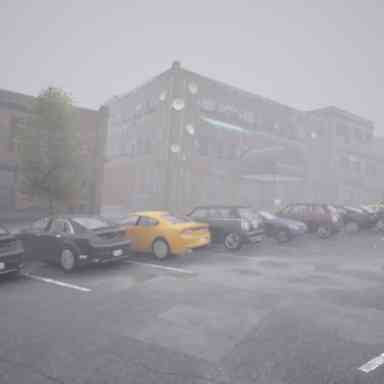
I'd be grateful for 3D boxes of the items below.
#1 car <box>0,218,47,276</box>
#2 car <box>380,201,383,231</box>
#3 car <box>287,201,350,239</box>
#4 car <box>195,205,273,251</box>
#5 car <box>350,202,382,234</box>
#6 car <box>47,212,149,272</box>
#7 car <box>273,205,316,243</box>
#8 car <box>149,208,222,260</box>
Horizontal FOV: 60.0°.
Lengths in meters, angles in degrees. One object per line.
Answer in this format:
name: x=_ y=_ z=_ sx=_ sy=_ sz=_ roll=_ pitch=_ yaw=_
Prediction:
car: x=-6.447 y=1.474 z=8.977 sx=4.892 sy=1.521 sz=2.231 roll=-1 pitch=0 yaw=34
car: x=10.248 y=1.520 z=20.941 sx=5.008 sy=1.535 sz=2.097 roll=-1 pitch=-1 yaw=35
car: x=5.495 y=1.356 z=17.510 sx=4.553 sy=1.767 sz=2.185 roll=-1 pitch=-1 yaw=35
car: x=0.723 y=1.343 z=14.098 sx=4.553 sy=1.767 sz=2.185 roll=-1 pitch=-1 yaw=34
car: x=7.868 y=1.497 z=19.230 sx=5.008 sy=1.535 sz=2.097 roll=-1 pitch=-1 yaw=35
car: x=-4.065 y=1.472 z=10.687 sx=4.892 sy=1.521 sz=2.231 roll=-1 pitch=-1 yaw=34
car: x=3.089 y=1.512 z=15.832 sx=4.674 sy=1.452 sz=2.002 roll=-1 pitch=-1 yaw=34
car: x=-1.680 y=1.468 z=12.402 sx=5.008 sy=1.535 sz=2.097 roll=-1 pitch=0 yaw=34
